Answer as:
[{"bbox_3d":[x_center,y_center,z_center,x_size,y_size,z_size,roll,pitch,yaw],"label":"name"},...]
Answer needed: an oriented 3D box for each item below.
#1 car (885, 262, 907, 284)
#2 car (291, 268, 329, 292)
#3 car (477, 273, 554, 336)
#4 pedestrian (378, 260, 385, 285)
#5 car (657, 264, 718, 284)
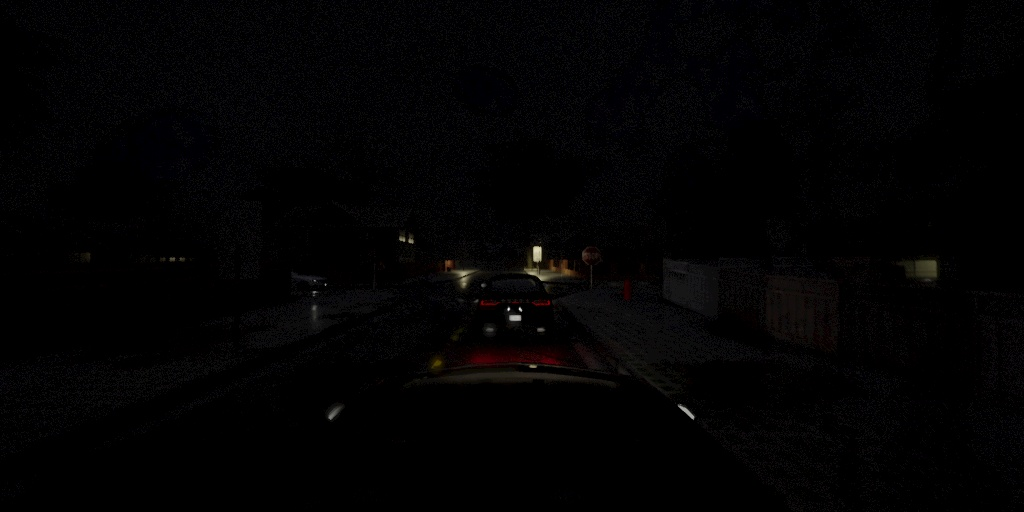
[{"bbox_3d":[22.537,1.017,23.360,5.008,1.535,1.882,-1,-2,0],"label":"car"},{"bbox_3d":[-13.128,1.419,20.785,4.674,1.442,1.812,-1,-2,0],"label":"car"},{"bbox_3d":[0.080,1.240,10.497,1.882,1.535,5.008,0,0,0],"label":"car"},{"bbox_3d":[-9.718,1.197,26.636,0.375,1.860,0.375,0,-1,1],"label":"pedestrian"},{"bbox_3d":[12.086,1.146,23.475,5.008,1.535,1.882,-1,-2,0],"label":"car"}]
